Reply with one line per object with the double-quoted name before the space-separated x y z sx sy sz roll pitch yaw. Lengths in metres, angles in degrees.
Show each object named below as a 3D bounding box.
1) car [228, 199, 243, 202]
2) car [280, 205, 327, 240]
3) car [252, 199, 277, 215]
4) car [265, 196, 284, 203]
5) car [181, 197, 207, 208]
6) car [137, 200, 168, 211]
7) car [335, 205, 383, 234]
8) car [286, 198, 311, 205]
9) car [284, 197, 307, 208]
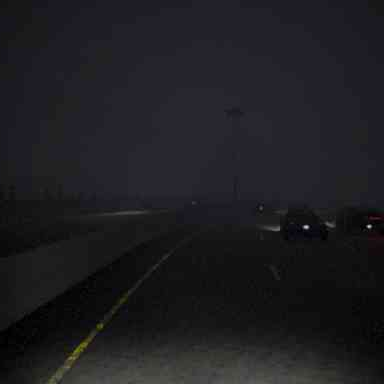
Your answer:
"car" 6.356 1.643 48.431 1.994 1.385 4.181 0 0 30
"car" 5.644 1.588 17.192 1.994 1.385 4.181 0 0 12
"car" 7.700 1.609 35.168 1.994 1.385 4.181 0 0 23
"car" 18.713 1.668 75.489 2.128 1.511 4.902 0 0 44
"car" 0.309 1.428 44.518 2.097 1.767 4.553 0 0 27
"car" -4.916 1.673 41.753 1.895 1.301 4.718 0 0 24
"car" 9.780 1.533 19.642 1.837 1.490 4.892 0 0 13
"car" 11.100 1.517 34.276 1.882 1.535 5.008 0 0 23
"car" 15.774 1.569 50.537 2.163 1.488 4.792 0 0 33
